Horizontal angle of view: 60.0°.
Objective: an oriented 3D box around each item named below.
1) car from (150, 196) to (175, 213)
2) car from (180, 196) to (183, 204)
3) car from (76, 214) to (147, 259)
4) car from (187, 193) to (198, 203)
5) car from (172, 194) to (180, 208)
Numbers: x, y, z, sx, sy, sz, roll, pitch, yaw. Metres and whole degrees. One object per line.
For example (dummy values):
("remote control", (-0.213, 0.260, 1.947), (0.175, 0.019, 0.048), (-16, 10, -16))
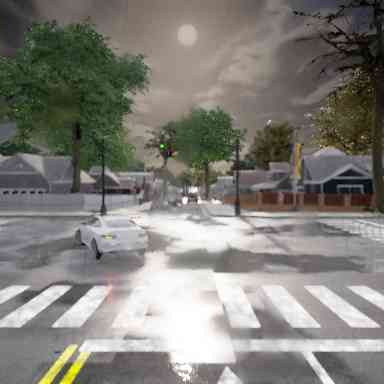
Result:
("car", (-3.113, 1.359, 34.177), (1.994, 1.385, 4.181), (0, 0, 1))
("car", (-2.788, 1.203, 58.186), (2.097, 1.767, 4.553), (0, 0, 1))
("car", (-3.206, 1.571, 13.044), (1.812, 1.442, 4.674), (0, 1, -29))
("car", (0.076, 1.380, 63.798), (1.837, 1.490, 4.892), (0, 0, 1))
("car", (-2.983, 1.288, 44.702), (1.882, 1.535, 5.008), (0, 0, 1))
